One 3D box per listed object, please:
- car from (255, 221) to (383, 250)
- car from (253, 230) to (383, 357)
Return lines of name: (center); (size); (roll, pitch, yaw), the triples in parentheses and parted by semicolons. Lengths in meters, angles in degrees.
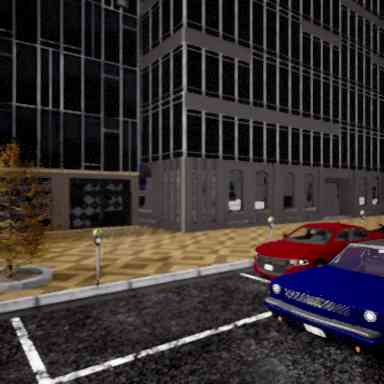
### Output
car: (3.641, 1.529, 9.154); (4.507, 1.381, 1.887); (0, 0, -36)
car: (3.480, 1.589, 5.860); (4.718, 1.301, 1.895); (0, 0, -36)
